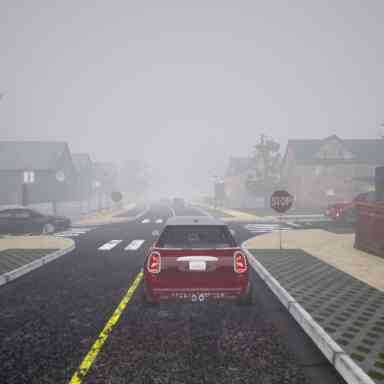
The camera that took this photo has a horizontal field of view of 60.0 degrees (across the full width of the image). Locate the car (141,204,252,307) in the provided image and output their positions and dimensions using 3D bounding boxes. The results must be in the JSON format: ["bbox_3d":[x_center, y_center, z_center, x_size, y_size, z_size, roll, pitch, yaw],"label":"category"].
[{"bbox_3d":[0.045,1.353,8.151,2.097,1.767,4.553,0,0,-1],"label":"car"}]

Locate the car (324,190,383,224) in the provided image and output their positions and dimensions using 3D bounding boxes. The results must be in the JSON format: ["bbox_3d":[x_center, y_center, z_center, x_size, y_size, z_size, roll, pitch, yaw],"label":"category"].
[{"bbox_3d":[11.554,0.920,21.517,5.566,2.045,2.150,-1,0,1],"label":"car"}]

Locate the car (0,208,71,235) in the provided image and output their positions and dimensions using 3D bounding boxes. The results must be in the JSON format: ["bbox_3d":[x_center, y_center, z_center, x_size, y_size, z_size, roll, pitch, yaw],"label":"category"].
[{"bbox_3d":[-9.532,1.659,18.981,5.008,1.535,1.882,-1,0,-4],"label":"car"}]

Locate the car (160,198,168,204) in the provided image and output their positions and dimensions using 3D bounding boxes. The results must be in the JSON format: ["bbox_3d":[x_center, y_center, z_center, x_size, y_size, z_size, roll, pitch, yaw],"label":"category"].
[{"bbox_3d":[-5.930,1.938,74.230,1.994,1.385,4.181,0,-1,-13],"label":"car"}]

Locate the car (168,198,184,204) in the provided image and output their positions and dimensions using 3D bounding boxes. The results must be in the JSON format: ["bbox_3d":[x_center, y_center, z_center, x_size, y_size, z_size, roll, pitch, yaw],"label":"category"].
[{"bbox_3d":[-2.347,1.696,54.352,1.837,1.490,4.892,0,0,-8],"label":"car"}]
